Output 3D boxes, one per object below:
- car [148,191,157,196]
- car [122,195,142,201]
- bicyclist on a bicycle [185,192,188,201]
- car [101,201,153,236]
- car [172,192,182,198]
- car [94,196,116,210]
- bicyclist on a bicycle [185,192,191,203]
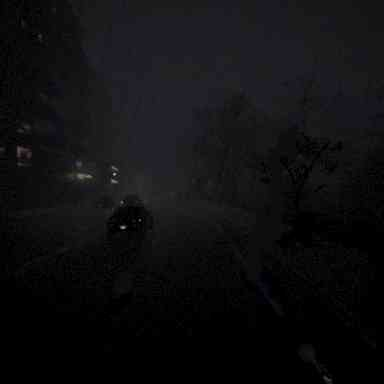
[{"bbox_3d":[-9.491,0.464,79.385,2.097,1.767,4.553,0,0,-5],"label":"car"},{"bbox_3d":[-7.016,1.113,38.666,2.097,1.767,4.553,0,0,-2],"label":"car"},{"bbox_3d":[-1.107,0.935,67.994,0.659,1.776,1.843,0,0,-4],"label":"bicyclist on a bicycle"},{"bbox_3d":[-3.165,1.417,17.525,1.812,1.442,4.674,0,0,0],"label":"car"},{"bbox_3d":[-3.601,0.820,86.220,1.837,1.490,4.892,0,0,-6],"label":"car"},{"bbox_3d":[-10.301,1.262,39.672,1.837,1.490,4.892,0,0,-2],"label":"car"},{"bbox_3d":[-0.480,0.996,58.940,0.659,1.776,1.843,0,0,-4],"label":"bicyclist on a bicycle"}]
